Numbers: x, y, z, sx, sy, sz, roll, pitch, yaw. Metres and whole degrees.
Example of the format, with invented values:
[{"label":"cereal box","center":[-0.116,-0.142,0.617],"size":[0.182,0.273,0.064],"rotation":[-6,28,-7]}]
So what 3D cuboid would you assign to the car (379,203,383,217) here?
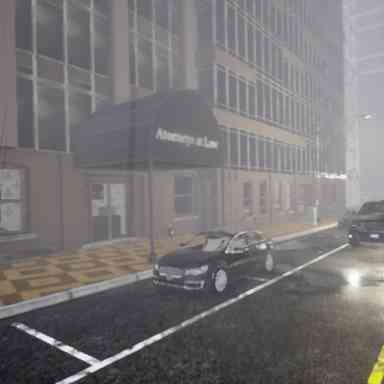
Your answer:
[{"label":"car","center":[21.595,1.873,35.896],"size":[1.752,1.417,4.829],"rotation":[-2,-2,38]}]

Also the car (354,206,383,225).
[{"label":"car","center":[14.745,1.850,27.061],"size":[1.947,1.339,4.313],"rotation":[-2,-2,38]}]

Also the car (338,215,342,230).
[{"label":"car","center":[11.268,1.817,22.577],"size":[1.947,1.339,4.313],"rotation":[-2,-2,38]}]

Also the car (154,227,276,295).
[{"label":"car","center":[0.835,1.695,9.126],"size":[2.008,1.369,4.403],"rotation":[-3,-2,38]}]

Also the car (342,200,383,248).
[{"label":"car","center":[8.792,1.383,15.140],"size":[2.150,2.045,5.566],"rotation":[-1,-1,38]}]
